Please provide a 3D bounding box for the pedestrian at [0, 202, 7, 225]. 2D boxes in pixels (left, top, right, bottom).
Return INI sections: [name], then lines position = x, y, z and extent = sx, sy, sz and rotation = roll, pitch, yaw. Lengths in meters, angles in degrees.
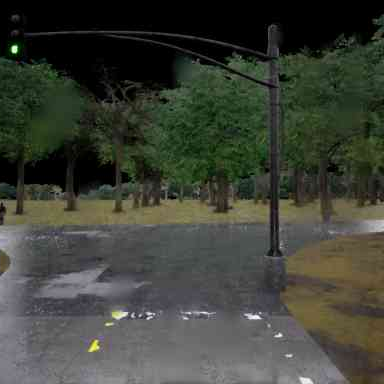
[pedestrian]
position = -15.240, 1.718, 26.748
extent = 0.375, 1.860, 0.375
rotation = 0, -1, 0
